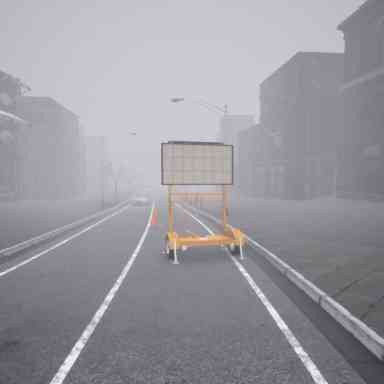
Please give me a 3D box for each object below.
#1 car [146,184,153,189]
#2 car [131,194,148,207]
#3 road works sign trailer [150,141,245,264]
[{"bbox_3d":[-11.545,-1.524,90.269,1.994,1.385,4.181,0,4,-6],"label":"car"},{"bbox_3d":[-6.347,0.974,40.658,1.812,1.442,4.674,0,1,-6],"label":"car"},{"bbox_3d":[0.141,0.174,10.847,2.380,3.560,2.880,-1,1,-16],"label":"road works sign trailer"}]
